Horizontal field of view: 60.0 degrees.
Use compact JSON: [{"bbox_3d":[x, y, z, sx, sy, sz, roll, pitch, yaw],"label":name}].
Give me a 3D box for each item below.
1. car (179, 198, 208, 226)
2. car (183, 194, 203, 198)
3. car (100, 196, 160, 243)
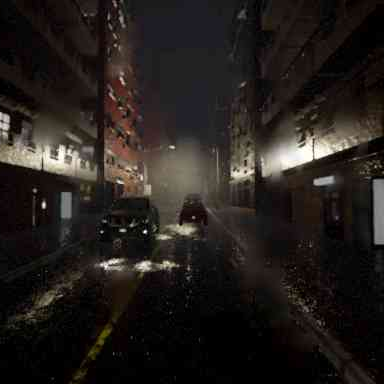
[{"bbox_3d":[0.107,1.472,23.689,1.882,1.535,5.008,0,0,0],"label":"car"},{"bbox_3d":[0.113,1.201,40.127,2.150,2.045,5.566,0,0,0],"label":"car"},{"bbox_3d":[-2.844,1.219,16.416,2.150,2.045,5.566,0,0,0],"label":"car"}]
